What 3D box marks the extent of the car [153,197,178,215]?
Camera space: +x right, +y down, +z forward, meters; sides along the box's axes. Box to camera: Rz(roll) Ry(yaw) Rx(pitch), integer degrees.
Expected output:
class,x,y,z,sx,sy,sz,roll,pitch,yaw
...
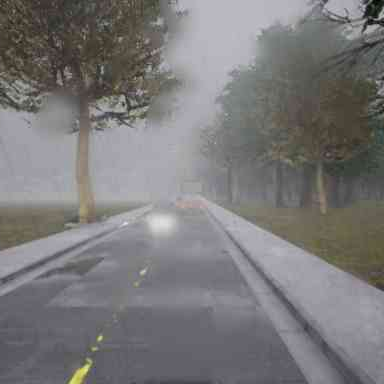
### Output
class,x,y,z,sx,sy,sz,roll,pitch,yaw
car,-2.847,1.496,33.902,2.128,1.511,4.902,0,0,0

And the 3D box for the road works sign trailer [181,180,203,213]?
class,x,y,z,sx,sy,sz,roll,pitch,yaw
road works sign trailer,-0.004,0.469,37.141,2.380,3.560,2.880,0,0,0

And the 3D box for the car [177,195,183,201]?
class,x,y,z,sx,sy,sz,roll,pitch,yaw
car,-2.758,1.477,75.705,2.033,1.411,5.357,0,0,0
